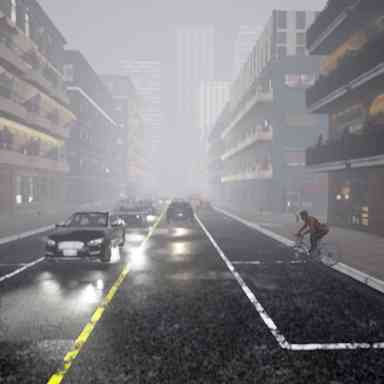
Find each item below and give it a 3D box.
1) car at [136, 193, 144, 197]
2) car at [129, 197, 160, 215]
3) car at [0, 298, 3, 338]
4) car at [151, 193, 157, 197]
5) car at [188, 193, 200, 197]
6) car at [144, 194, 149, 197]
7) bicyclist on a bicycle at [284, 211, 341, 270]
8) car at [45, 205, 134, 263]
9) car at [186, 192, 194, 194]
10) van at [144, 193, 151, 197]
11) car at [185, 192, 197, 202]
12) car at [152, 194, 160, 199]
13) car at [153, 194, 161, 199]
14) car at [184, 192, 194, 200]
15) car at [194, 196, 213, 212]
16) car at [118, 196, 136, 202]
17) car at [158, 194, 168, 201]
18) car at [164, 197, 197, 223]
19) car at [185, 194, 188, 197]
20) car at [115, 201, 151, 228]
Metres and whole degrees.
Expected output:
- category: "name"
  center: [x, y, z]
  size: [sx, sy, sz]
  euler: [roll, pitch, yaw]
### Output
- category: "car"
  center: [-7.348, 1.253, 40.451]
  size: [1.967, 1.590, 4.097]
  euler: [-1, 0, -2]
- category: "car"
  center: [-4.351, 1.419, 31.276]
  size: [1.994, 1.385, 4.181]
  euler: [0, 0, -2]
- category: "car"
  center: [-3.122, 1.483, 2.051]
  size: [2.128, 1.511, 4.902]
  euler: [0, 0, -3]
- category: "car"
  center: [-8.328, 1.025, 62.837]
  size: [2.192, 1.841, 5.009]
  euler: [-1, 0, -2]
- category: "car"
  center: [0.748, 1.308, 46.546]
  size: [1.752, 1.417, 4.829]
  euler: [-1, 0, -2]
- category: "car"
  center: [-7.585, 1.338, 46.048]
  size: [2.008, 1.369, 4.403]
  euler: [-1, 0, -2]
- category: "bicyclist on a bicycle"
  center: [3.361, 1.340, 9.347]
  size: [1.656, 1.620, 0.582]
  euler: [-5, 0, -2]
- category: "car"
  center: [-3.557, 1.437, 11.834]
  size: [2.128, 1.511, 4.902]
  euler: [0, 0, -3]
- category: "car"
  center: [0.274, 1.048, 57.568]
  size: [2.192, 1.841, 5.009]
  euler: [-1, 0, -2]
- category: "van"
  center: [-7.827, 1.103, 51.644]
  size: [1.690, 1.788, 3.998]
  euler: [-1, 0, -2]
- category: "car"
  center: [-0.204, 0.996, 68.762]
  size: [2.192, 1.841, 5.009]
  euler: [-1, 0, -2]
- category: "car"
  center: [-9.291, 1.191, 85.225]
  size: [1.802, 1.307, 4.206]
  euler: [-1, 0, -2]
- category: "car"
  center: [-9.530, 1.166, 90.822]
  size: [1.802, 1.307, 4.206]
  euler: [-1, 0, -2]
- category: "car"
  center: [-0.681, 0.946, 79.956]
  size: [2.192, 1.841, 5.009]
  euler: [-1, 0, -2]
- category: "car"
  center: [1.234, 1.417, 35.182]
  size: [1.802, 1.307, 4.206]
  euler: [-1, 0, -2]
- category: "car"
  center: [-7.107, 1.421, 34.855]
  size: [1.802, 1.307, 4.206]
  euler: [-1, 0, -2]
- category: "car"
  center: [-5.977, 1.265, 70.925]
  size: [1.895, 1.301, 4.718]
  euler: [0, 0, -2]
- category: "car"
  center: [-0.883, 1.362, 24.569]
  size: [1.882, 1.535, 5.008]
  euler: [0, 0, -2]
- category: "car"
  center: [-1.869, 1.344, 47.198]
  size: [1.994, 1.385, 4.181]
  euler: [0, 0, -2]
- category: "car"
  center: [-3.957, 1.501, 21.377]
  size: [1.895, 1.301, 4.718]
  euler: [0, 0, -2]
